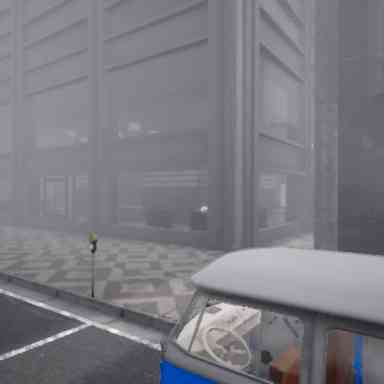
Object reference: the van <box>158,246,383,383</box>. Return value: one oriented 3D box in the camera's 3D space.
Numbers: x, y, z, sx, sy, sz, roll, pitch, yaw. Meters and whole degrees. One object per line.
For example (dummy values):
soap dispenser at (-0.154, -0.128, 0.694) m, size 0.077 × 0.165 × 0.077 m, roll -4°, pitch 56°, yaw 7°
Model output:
van at (1.580, 1.341, 1.831) m, size 3.998 × 1.788 × 1.690 m, roll 0°, pitch 0°, yaw 35°
